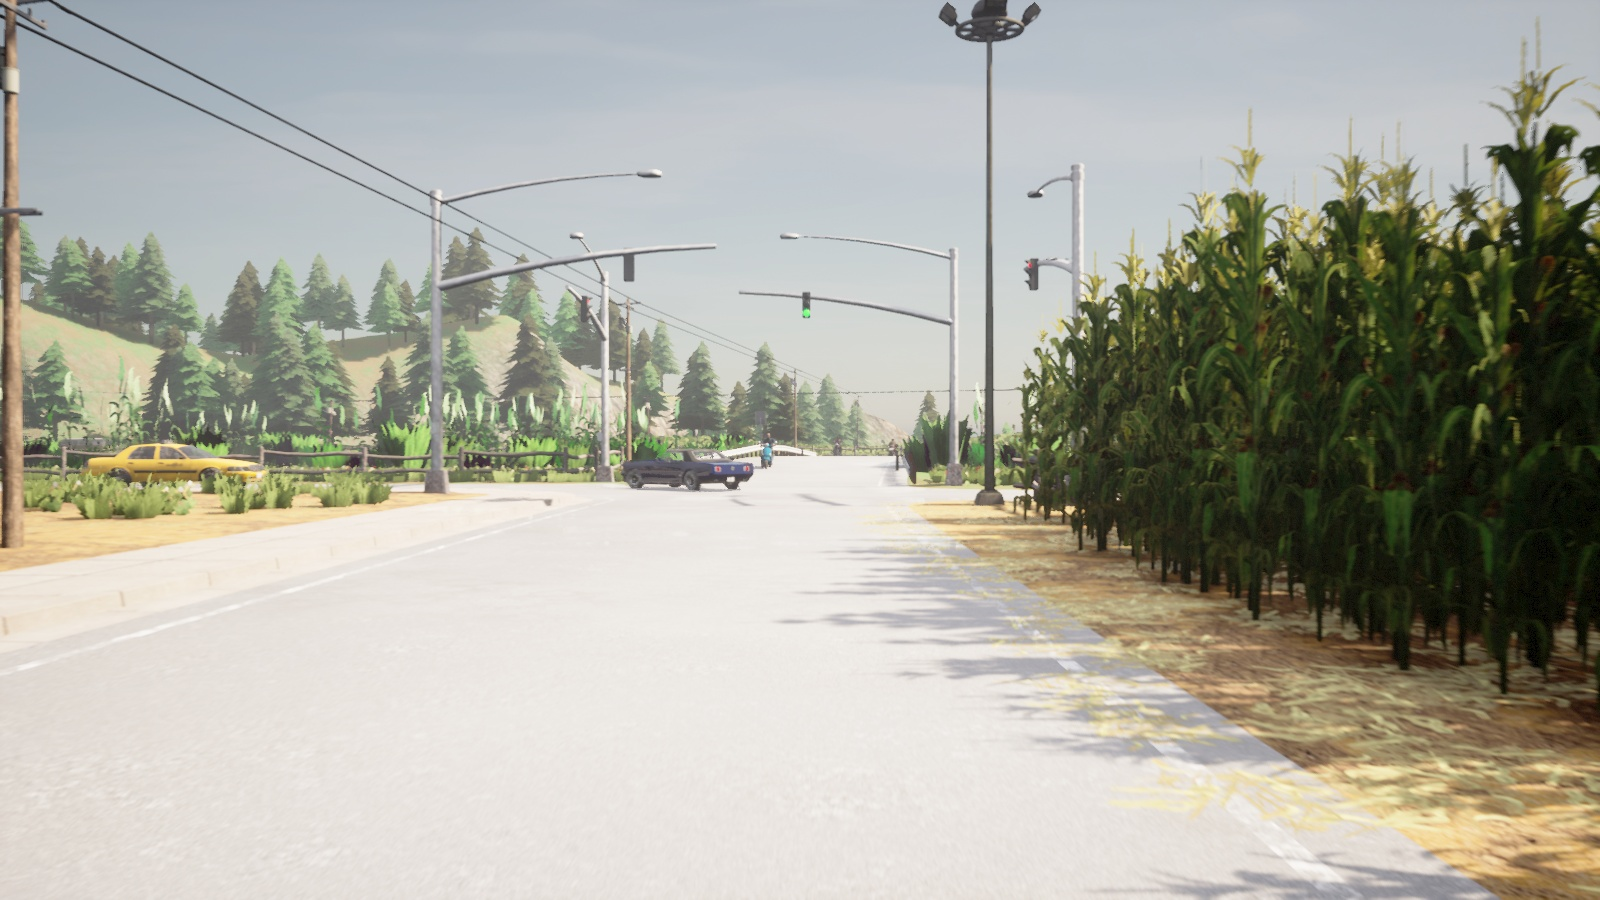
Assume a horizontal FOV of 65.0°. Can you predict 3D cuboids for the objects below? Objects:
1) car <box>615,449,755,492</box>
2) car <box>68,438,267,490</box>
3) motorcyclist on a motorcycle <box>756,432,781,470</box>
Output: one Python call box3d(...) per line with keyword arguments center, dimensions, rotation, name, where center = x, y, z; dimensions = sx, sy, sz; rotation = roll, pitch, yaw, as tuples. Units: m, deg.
box3d(center=(-3.773, 0.615, 40.548), dimensions=(4.718, 1.301, 1.895), rotation=(0, 0, 44), name="car")
box3d(center=(-19.756, 0.413, 39.349), dimensions=(5.366, 1.575, 1.801), rotation=(0, 0, 3), name="car")
box3d(center=(-1.409, 0.026, 55.853), dimensions=(0.866, 1.590, 1.817), rotation=(0, 3, 6), name="motorcyclist on a motorcycle")
